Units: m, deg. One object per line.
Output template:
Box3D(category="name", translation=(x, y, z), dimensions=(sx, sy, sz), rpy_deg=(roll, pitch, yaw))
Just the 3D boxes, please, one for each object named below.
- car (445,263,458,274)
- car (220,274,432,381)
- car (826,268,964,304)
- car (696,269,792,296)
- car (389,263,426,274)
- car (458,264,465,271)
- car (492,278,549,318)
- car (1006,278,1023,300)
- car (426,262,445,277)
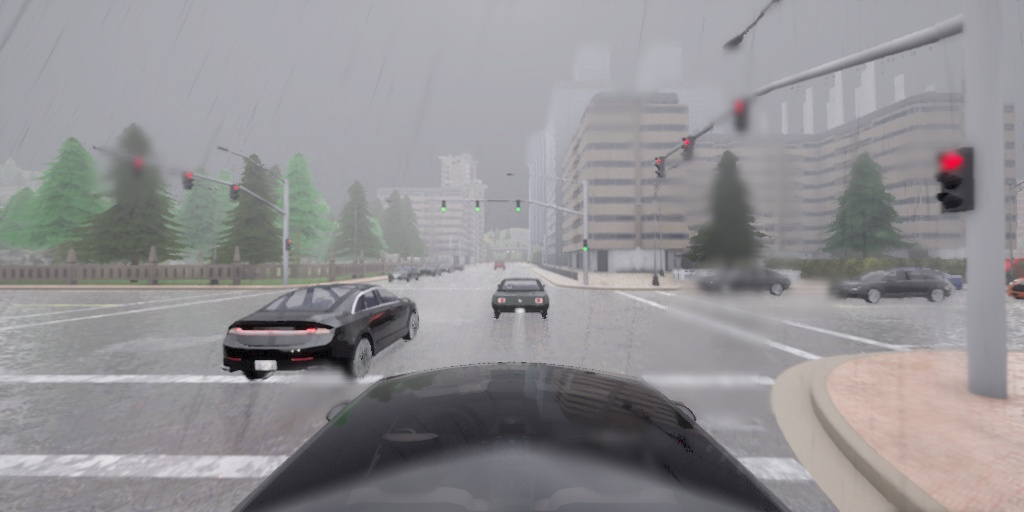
Box3D(category="car", translation=(-9.732, 1.818, 53.122), dimensions=(1.837, 1.490, 4.892), rpy_deg=(0, -1, 1))
Box3D(category="car", translation=(-3.340, 1.303, 7.342), dimensions=(2.128, 1.511, 4.902), rpy_deg=(0, 0, 1))
Box3D(category="car", translation=(17.850, 1.436, 17.072), dimensions=(4.892, 1.490, 1.837), rpy_deg=(0, -1, 0))
Box3D(category="car", translation=(13.236, 1.472, 20.604), dimensions=(4.892, 1.490, 1.837), rpy_deg=(0, -1, 0))
Box3D(category="car", translation=(-9.926, 1.584, 33.247), dimensions=(2.128, 1.511, 4.902), rpy_deg=(0, -1, 0))
Box3D(category="car", translation=(-9.592, 2.027, 63.317), dimensions=(1.895, 1.301, 4.718), rpy_deg=(0, -1, 0))
Box3D(category="car", translation=(0.351, 1.484, 13.702), dimensions=(1.895, 1.301, 4.718), rpy_deg=(0, -1, 2))
Box3D(category="car", translation=(26.788, 1.288, 17.008), dimensions=(4.553, 1.767, 2.097), rpy_deg=(0, -1, 0))
Box3D(category="car", translation=(-9.843, 1.553, 42.981), dimensions=(2.097, 1.767, 4.553), rpy_deg=(0, -1, 1))
